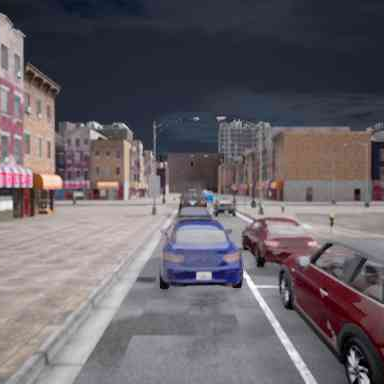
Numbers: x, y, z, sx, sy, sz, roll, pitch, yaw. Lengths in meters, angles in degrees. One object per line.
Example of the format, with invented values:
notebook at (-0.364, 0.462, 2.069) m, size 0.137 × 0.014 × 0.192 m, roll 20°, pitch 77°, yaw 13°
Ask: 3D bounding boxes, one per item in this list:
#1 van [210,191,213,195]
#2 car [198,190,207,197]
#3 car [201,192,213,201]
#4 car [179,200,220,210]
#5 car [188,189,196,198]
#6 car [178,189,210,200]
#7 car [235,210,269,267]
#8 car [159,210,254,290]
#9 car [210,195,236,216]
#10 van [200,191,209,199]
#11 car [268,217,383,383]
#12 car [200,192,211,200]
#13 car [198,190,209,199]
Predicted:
van at (2.633, 0.765, 54.633) m, size 1.690 × 1.788 × 3.998 m, roll 0°, pitch 1°, yaw 0°
car at (2.631, 0.437, 87.484) m, size 2.192 × 1.841 × 5.009 m, roll 0°, pitch 1°, yaw 0°
car at (2.633, 0.812, 60.109) m, size 1.967 × 1.590 × 4.097 m, roll 0°, pitch 1°, yaw 0°
car at (0.090, 1.349, 16.866) m, size 2.033 × 1.411 × 5.357 m, roll 0°, pitch 1°, yaw 0°
car at (-0.003, 0.364, 84.698) m, size 2.150 × 2.045 × 5.566 m, roll 0°, pitch 1°, yaw 0°
car at (0.071, 0.915, 27.115) m, size 2.150 × 2.045 × 5.566 m, roll 0°, pitch 1°, yaw 1°
car at (2.636, 1.454, 10.598) m, size 1.802 × 1.307 × 4.206 m, roll 0°, pitch 1°, yaw 0°
car at (0.142, 1.420, 8.686) m, size 1.812 × 1.442 × 4.674 m, roll 0°, pitch 1°, yaw -2°
car at (2.635, 1.239, 27.634) m, size 2.008 × 1.369 × 4.403 m, roll 0°, pitch 1°, yaw 0°
van at (2.632, 0.611, 71.059) m, size 1.690 × 1.788 × 3.998 m, roll 0°, pitch 1°, yaw 0°
car at (2.637, 1.379, 4.917) m, size 1.967 × 1.590 × 4.097 m, roll 0°, pitch 1°, yaw 0°
car at (2.633, 0.761, 65.585) m, size 1.967 × 1.590 × 4.097 m, roll 0°, pitch 1°, yaw 0°
car at (2.630, 0.535, 76.532) m, size 2.192 × 1.841 × 5.009 m, roll 0°, pitch 0°, yaw 0°
